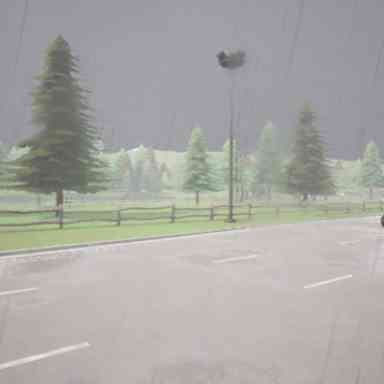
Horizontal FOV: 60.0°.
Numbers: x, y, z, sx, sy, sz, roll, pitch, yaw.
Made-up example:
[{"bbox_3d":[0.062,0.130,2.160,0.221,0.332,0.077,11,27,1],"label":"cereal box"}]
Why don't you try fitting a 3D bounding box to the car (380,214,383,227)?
[{"bbox_3d":[14.822,1.710,22.911,4.181,1.385,1.994,0,0,-36],"label":"car"}]
